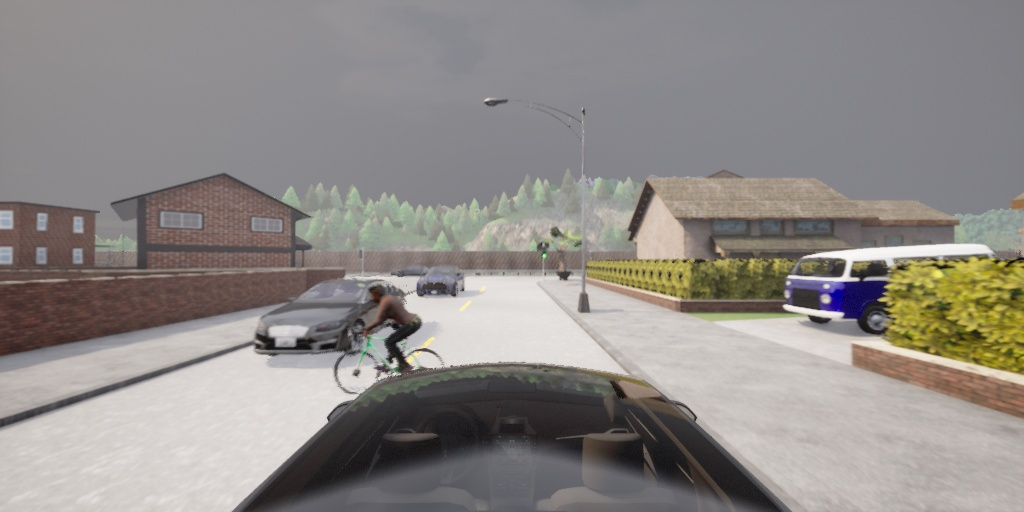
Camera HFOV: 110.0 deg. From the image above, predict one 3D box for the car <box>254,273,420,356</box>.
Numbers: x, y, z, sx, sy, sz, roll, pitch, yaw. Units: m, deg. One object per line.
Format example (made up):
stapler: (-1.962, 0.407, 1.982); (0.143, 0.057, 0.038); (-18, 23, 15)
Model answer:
car: (-4.088, 1.329, 8.945); (2.128, 1.511, 4.902); (0, -1, 0)

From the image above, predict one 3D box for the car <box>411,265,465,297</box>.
car: (-4.015, 1.330, 20.877); (2.097, 1.767, 4.553); (0, -1, 1)

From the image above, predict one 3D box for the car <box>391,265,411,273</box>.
car: (-11.684, 1.789, 42.897); (5.357, 1.411, 2.033); (0, -1, -3)

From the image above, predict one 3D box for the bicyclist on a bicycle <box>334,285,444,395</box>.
bicyclist on a bicycle: (-1.805, 1.244, 5.274); (1.656, 1.620, 0.582); (-1, -1, 0)
